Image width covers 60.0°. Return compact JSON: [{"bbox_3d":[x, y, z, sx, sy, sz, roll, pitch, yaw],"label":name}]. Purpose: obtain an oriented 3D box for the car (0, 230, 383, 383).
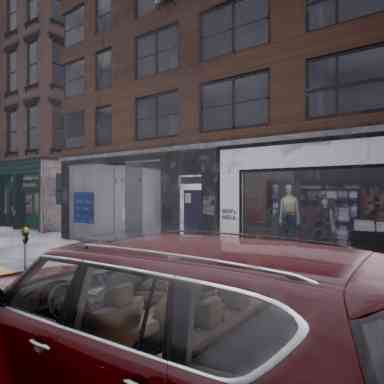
[{"bbox_3d":[-0.490,1.315,3.164,5.009,1.841,2.192,0,0,36],"label":"car"}]
